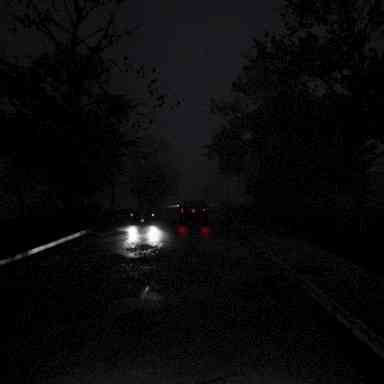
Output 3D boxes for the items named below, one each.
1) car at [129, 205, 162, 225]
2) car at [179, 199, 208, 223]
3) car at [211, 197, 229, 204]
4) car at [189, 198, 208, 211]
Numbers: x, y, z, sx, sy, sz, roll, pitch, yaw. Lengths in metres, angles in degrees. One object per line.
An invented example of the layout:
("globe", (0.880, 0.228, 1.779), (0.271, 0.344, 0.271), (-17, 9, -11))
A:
("car", (-3.344, 1.624, 24.664), (1.895, 1.301, 4.718), (0, 0, 0))
("car", (0.095, 1.374, 25.641), (2.097, 1.767, 4.553), (0, 0, 0))
("car", (5.575, 1.616, 65.642), (1.895, 1.301, 4.718), (-3, -1, 33))
("car", (0.921, 1.583, 42.968), (1.994, 1.385, 4.181), (-1, 0, 7))
